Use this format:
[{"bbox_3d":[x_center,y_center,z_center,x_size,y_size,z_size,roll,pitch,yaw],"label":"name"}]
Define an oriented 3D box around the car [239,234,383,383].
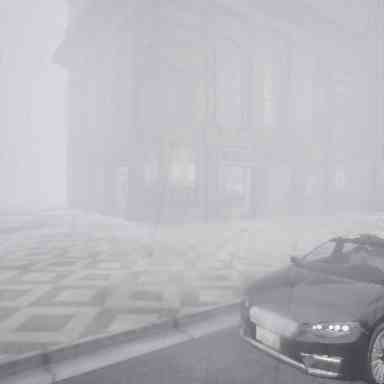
[{"bbox_3d":[2.915,1.495,5.416,4.902,1.511,2.128,0,0,-35],"label":"car"}]
